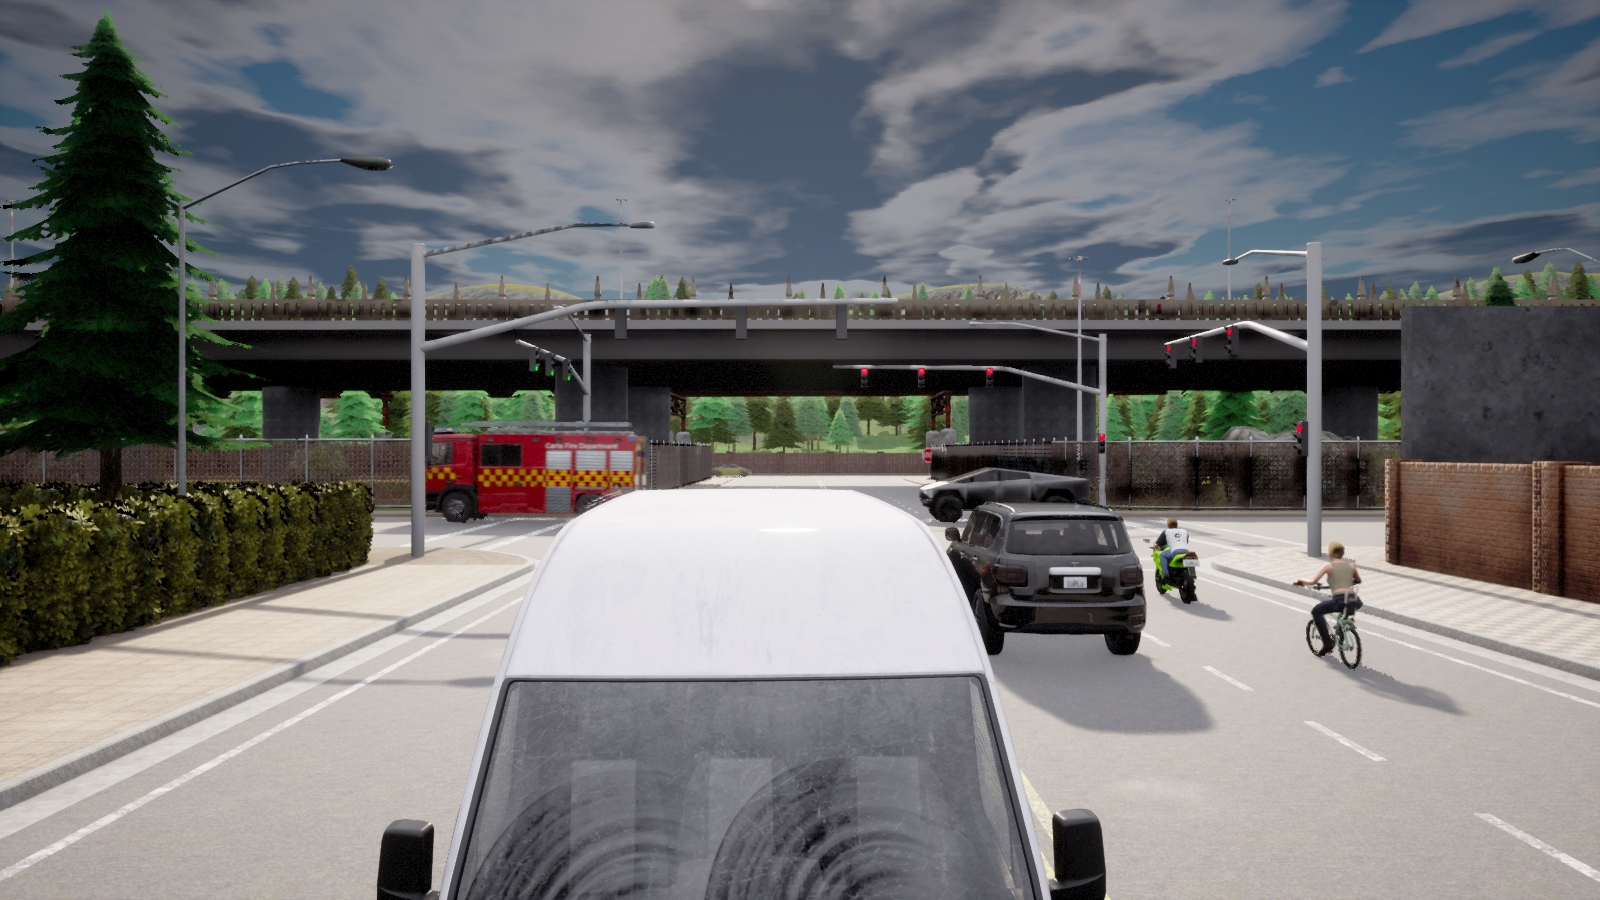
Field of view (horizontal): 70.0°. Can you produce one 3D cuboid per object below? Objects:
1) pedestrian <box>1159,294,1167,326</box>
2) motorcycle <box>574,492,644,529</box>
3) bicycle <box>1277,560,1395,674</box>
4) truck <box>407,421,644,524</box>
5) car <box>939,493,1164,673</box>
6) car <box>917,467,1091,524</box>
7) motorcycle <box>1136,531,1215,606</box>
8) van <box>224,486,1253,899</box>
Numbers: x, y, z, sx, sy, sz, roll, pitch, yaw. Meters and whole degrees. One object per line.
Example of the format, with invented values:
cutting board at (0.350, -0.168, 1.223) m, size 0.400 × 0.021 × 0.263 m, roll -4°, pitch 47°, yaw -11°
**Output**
pedestrian at (21.500, -8.300, 67.721) m, size 0.375 × 1.860 × 0.375 m, roll 0°, pitch 0°, yaw 0°
motorcycle at (-6.780, 2.147, 40.540) m, size 2.356 × 1.277 × 0.764 m, roll 0°, pitch 0°, yaw 0°
bicycle at (7.005, 2.159, 15.016) m, size 0.859 × 1.276 × 1.487 m, roll 0°, pitch 0°, yaw 0°
truck at (-10.502, 0.849, 44.292) m, size 8.468 × 3.827 × 2.891 m, roll 0°, pitch 0°, yaw 0°
car at (3.496, 1.780, 17.139) m, size 2.150 × 2.045 × 5.566 m, roll 0°, pitch 0°, yaw 0°
car at (7.777, 1.722, 44.002) m, size 6.274 × 2.098 × 2.390 m, roll 0°, pitch 0°, yaw 0°
motorcycle at (6.995, 2.187, 21.401) m, size 0.803 × 1.199 × 2.033 m, roll 0°, pitch 0°, yaw 0°
van at (-0.245, 1.535, 5.164) m, size 1.988 × 2.561 × 5.915 m, roll 0°, pitch 0°, yaw -3°
